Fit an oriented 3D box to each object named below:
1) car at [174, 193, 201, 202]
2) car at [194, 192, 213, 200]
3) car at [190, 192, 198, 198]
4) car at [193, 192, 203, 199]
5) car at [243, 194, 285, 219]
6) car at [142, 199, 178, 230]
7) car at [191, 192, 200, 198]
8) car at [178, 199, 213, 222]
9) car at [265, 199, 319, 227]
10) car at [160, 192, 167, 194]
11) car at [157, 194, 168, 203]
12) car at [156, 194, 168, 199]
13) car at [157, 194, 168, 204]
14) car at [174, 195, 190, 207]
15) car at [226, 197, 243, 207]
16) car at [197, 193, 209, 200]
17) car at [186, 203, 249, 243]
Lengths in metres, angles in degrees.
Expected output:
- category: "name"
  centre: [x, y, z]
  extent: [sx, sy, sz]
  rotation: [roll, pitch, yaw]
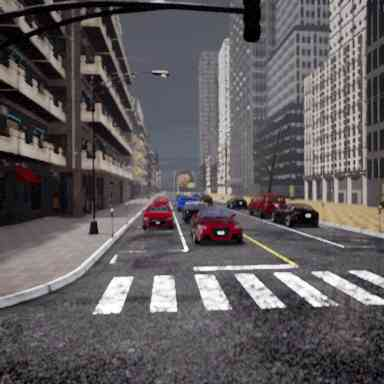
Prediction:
- category: "car"
  centre: [-0.566, 1.183, 34.227]
  extent: [1.882, 1.535, 5.008]
  rotation: [0, 0, -4]
- category: "car"
  centre: [1.725, 1.105, 44.785]
  extent: [1.837, 1.490, 4.892]
  rotation: [0, 0, -4]
- category: "car"
  centre: [0.522, 0.788, 92.248]
  extent: [2.008, 1.369, 4.403]
  rotation: [0, 0, -5]
- category: "car"
  centre: [1.417, 0.753, 81.236]
  extent: [1.967, 1.590, 4.097]
  rotation: [0, 0, -5]
- category: "car"
  centre: [5.892, 1.044, 26.190]
  extent: [2.192, 1.841, 5.009]
  rotation: [0, 0, -5]
- category: "car"
  centre: [-2.012, 1.383, 20.010]
  extent: [1.887, 1.381, 4.507]
  rotation: [0, 0, -5]
- category: "car"
  centre: [0.970, 0.826, 86.742]
  extent: [2.008, 1.369, 4.403]
  rotation: [0, 0, -5]
- category: "car"
  centre: [0.269, 1.389, 23.858]
  extent: [1.895, 1.301, 4.718]
  rotation: [0, 1, -5]
- category: "car"
  centre: [6.340, 1.340, 20.687]
  extent: [1.947, 1.339, 4.313]
  rotation: [0, 0, -5]
- category: "car"
  centre: [-4.237, 1.145, 47.362]
  extent: [1.752, 1.417, 4.829]
  rotation: [0, 0, -5]
- category: "car"
  centre: [-5.146, 1.100, 58.541]
  extent: [1.947, 1.339, 4.313]
  rotation: [0, 0, -5]
- category: "car"
  centre: [-3.355, 1.250, 36.523]
  extent: [1.887, 1.381, 4.507]
  rotation: [0, 0, -5]
- category: "car"
  centre: [-4.685, 1.102, 52.868]
  extent: [1.752, 1.417, 4.829]
  rotation: [0, 0, -5]
- category: "car"
  centre: [-1.368, 1.128, 44.610]
  extent: [1.837, 1.490, 4.892]
  rotation: [0, 0, -4]
- category: "car"
  centre: [4.997, 1.207, 37.201]
  extent: [1.947, 1.339, 4.313]
  rotation: [0, 0, -5]
- category: "car"
  centre: [2.312, 0.956, 70.228]
  extent: [1.947, 1.339, 4.313]
  rotation: [0, 0, -5]
- category: "car"
  centre: [0.978, 1.425, 15.107]
  extent: [1.994, 1.385, 4.181]
  rotation: [0, 1, -5]
